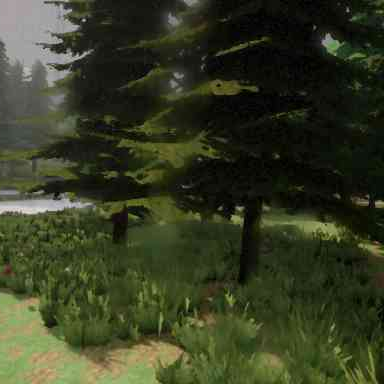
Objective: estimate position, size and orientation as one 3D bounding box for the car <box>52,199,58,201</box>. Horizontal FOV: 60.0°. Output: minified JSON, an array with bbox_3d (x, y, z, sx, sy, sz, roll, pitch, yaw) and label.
[{"bbox_3d":[-9.285,-0.251,27.865,2.150,2.045,5.566,5,3,24],"label":"car"}]
